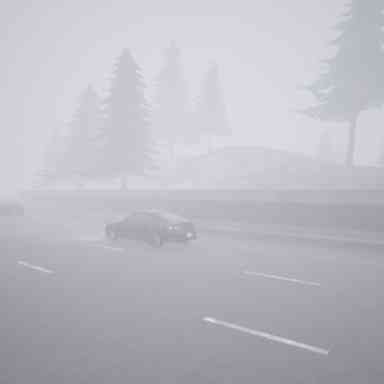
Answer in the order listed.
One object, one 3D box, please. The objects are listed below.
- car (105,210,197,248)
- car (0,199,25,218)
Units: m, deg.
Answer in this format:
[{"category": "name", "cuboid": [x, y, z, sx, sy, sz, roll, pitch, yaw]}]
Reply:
[{"category": "car", "cuboid": [-1.864, 1.503, 14.583, 4.674, 1.442, 1.812, 0, 0, 40]}, {"category": "car", "cuboid": [-15.867, 1.364, 28.444, 1.882, 1.535, 5.008, 0, 0, -41]}]
